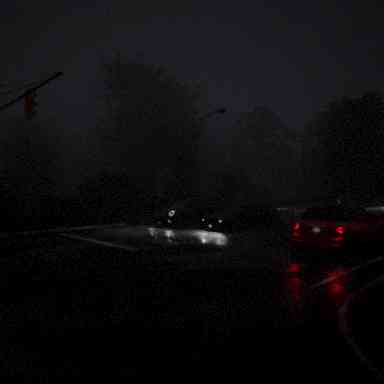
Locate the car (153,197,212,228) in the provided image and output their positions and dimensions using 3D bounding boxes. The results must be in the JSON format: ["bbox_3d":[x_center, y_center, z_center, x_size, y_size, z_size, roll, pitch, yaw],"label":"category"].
[{"bbox_3d":[-0.290,1.226,21.483,4.553,1.767,2.097,-1,1,-41],"label":"car"}]

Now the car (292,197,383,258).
[{"bbox_3d":[5.820,1.268,12.772,4.553,1.767,2.097,-1,1,-42],"label":"car"}]

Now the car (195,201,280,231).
[{"bbox_3d":[3.001,1.400,19.799,5.357,1.411,2.033,-2,1,-40],"label":"car"}]

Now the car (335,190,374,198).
[{"bbox_3d":[16.459,0.568,33.768,4.902,1.511,2.128,-4,2,-31],"label":"car"}]
